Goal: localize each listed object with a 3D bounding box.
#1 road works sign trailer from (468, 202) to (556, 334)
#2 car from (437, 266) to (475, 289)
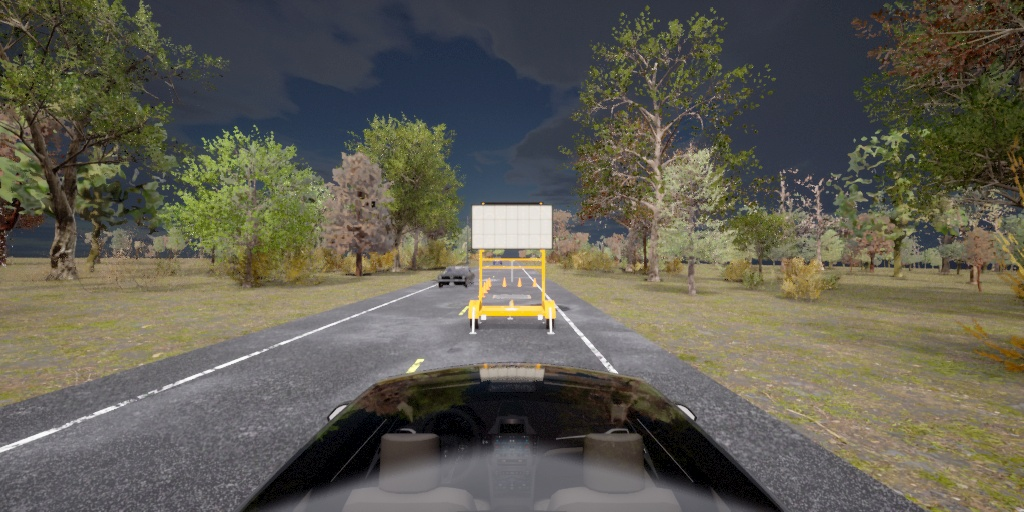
[{"bbox_3d":[0.003,0.218,10.598,2.380,3.560,2.880,0,0,0],"label":"road works sign trailer"},{"bbox_3d":[-3.606,1.367,23.641,1.895,1.301,4.718,0,0,0],"label":"car"}]
